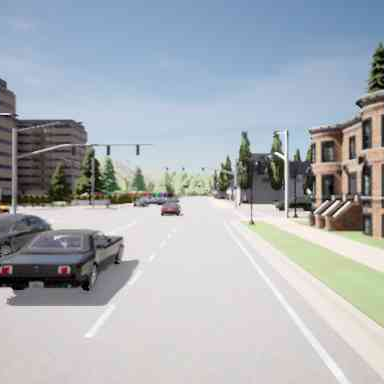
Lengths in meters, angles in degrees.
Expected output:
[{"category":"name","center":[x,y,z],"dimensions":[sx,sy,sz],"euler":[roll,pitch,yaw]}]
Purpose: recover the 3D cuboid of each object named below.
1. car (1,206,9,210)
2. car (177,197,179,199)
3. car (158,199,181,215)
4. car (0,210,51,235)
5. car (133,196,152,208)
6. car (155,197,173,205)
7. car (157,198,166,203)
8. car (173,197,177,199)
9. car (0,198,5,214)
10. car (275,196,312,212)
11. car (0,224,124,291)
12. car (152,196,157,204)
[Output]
[{"category":"car","center":[-21.887,1.728,35.077],"dimensions":[5.008,1.535,1.882],"euler":[0,0,2]},{"category":"car","center":[-4.418,1.986,86.261],"dimensions":[2.097,1.767,4.553],"euler":[0,0,2]},{"category":"car","center":[-2.309,1.837,37.294],"dimensions":[1.994,1.385,4.181],"euler":[0,0,2]},{"category":"car","center":[-6.765,1.592,12.066],"dimensions":[1.837,1.490,4.892],"euler":[0,0,2]},{"category":"car","center":[-8.898,1.914,58.116],"dimensions":[2.128,1.511,4.902],"euler":[0,0,3]},{"category":"car","center":[-5.208,2.055,62.156],"dimensions":[1.895,1.301,4.718],"euler":[0,0,2]},{"category":"car","center":[-7.919,2.182,86.262],"dimensions":[1.994,1.385,4.181],"euler":[0,0,2]},{"category":"car","center":[-4.834,2.031,72.614],"dimensions":[1.837,1.490,4.892],"euler":[0,0,2]},{"category":"car","center":[-24.581,1.628,38.664],"dimensions":[4.553,1.767,2.097],"euler":[0,0,2]},{"category":"car","center":[13.950,1.551,44.293],"dimensions":[5.566,2.045,2.150],"euler":[0,0,1]},{"category":"car","center":[-3.201,1.668,9.141],"dimensions":[1.895,1.301,4.718],"euler":[0,0,1]},{"category":"car","center":[-8.364,2.063,71.683],"dimensions":[2.033,1.411,5.357],"euler":[0,0,2]}]
